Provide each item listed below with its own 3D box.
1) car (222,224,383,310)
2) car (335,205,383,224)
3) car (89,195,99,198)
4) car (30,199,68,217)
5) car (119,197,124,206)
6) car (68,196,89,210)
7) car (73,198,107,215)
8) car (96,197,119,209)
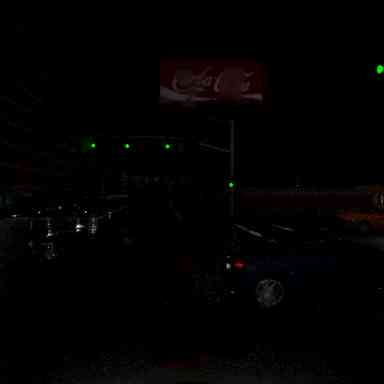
[{"bbox_3d":[2.776,1.565,7.349,4.181,1.385,1.994,0,0,-5],"label":"car"},{"bbox_3d":[10.651,1.477,18.669,5.008,1.535,1.882,0,0,-5],"label":"car"},{"bbox_3d":[-15.552,1.352,51.977,2.097,1.767,4.553,0,0,-5],"label":"car"},{"bbox_3d":[-13.721,1.525,31.730,1.812,1.442,4.674,0,0,-5],"label":"car"},{"bbox_3d":[-12.245,1.525,54.358,1.812,1.442,4.674,0,0,-5],"label":"car"},{"bbox_3d":[-14.562,1.477,40.950,1.882,1.535,5.008,0,0,-5],"label":"car"},{"bbox_3d":[-10.432,1.601,34.245,1.895,1.301,4.718,0,0,-5],"label":"car"},{"bbox_3d":[-11.349,1.600,44.271,1.895,1.301,4.718,0,0,-5],"label":"car"}]
